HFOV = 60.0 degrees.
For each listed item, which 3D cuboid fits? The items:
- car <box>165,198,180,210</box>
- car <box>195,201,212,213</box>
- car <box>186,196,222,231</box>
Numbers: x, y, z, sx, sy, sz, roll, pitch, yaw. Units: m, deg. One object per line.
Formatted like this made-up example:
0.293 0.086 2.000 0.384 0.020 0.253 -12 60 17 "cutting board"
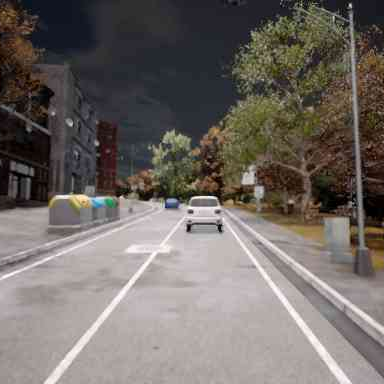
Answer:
-2.705 1.616 45.457 1.882 1.535 5.008 1 0 -5 "car"
1.300 1.749 39.732 1.895 1.301 4.718 0 0 0 "car"
0.789 1.298 21.546 2.150 2.045 5.566 0 0 2 "car"
